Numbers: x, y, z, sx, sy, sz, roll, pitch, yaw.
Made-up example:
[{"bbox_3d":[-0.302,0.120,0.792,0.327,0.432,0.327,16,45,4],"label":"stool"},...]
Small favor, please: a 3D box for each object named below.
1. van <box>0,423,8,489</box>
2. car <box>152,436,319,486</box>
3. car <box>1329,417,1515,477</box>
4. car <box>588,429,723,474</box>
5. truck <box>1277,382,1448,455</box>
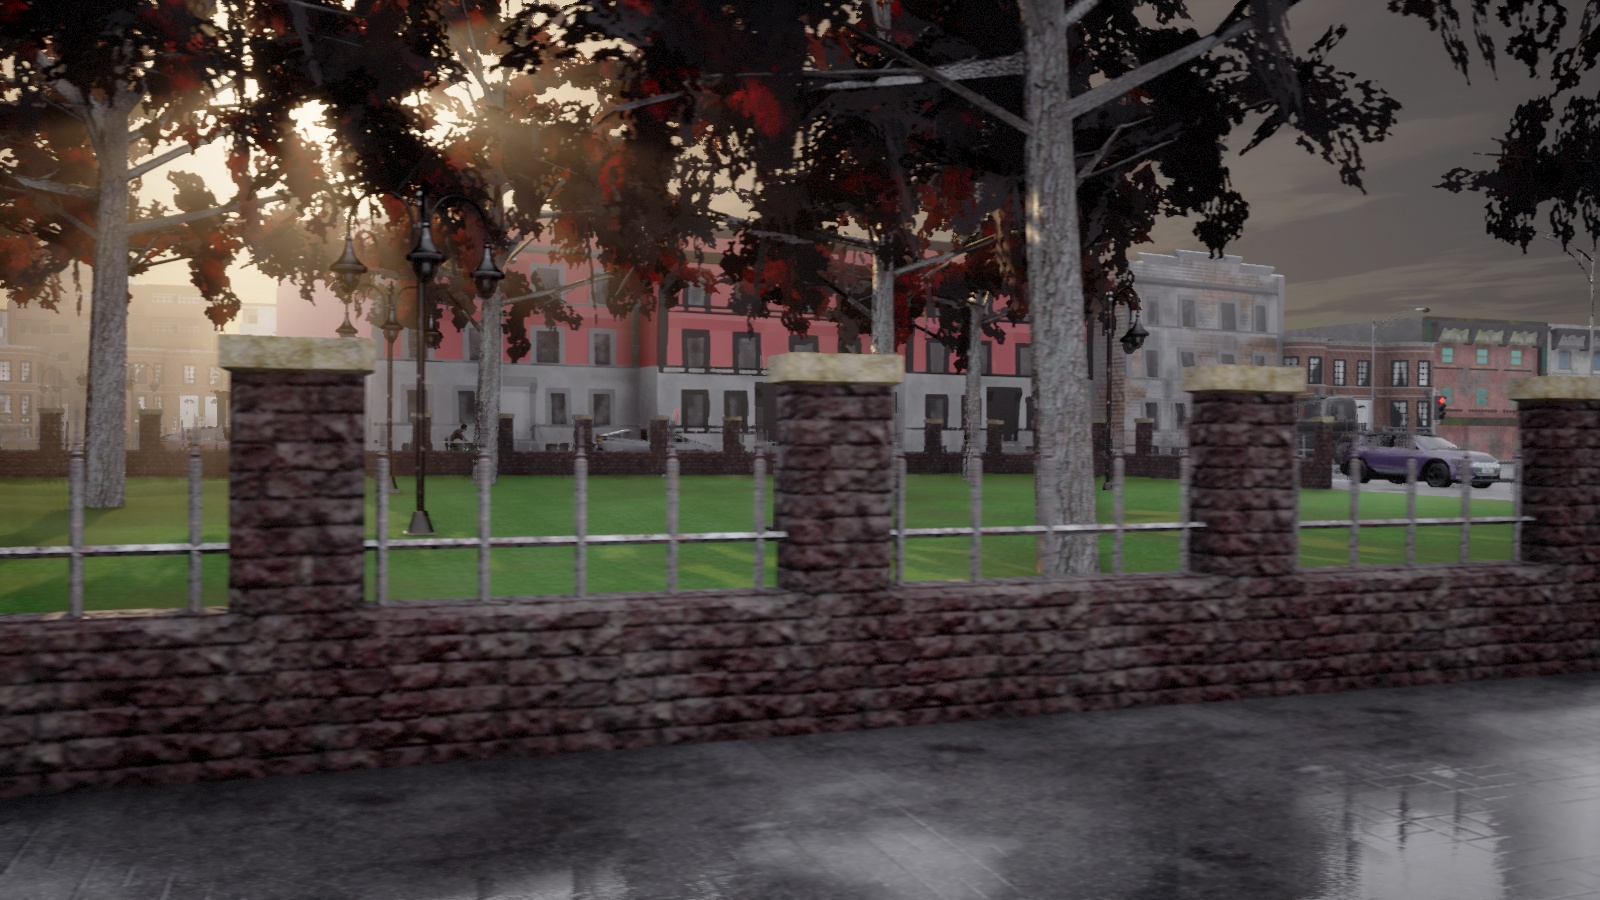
[{"bbox_3d":[-26.779,0.216,37.931,4.480,2.038,2.069,-1,1,-20],"label":"van"},{"bbox_3d":[-18.306,0.336,41.015,4.792,1.488,2.163,-1,1,-20],"label":"car"},{"bbox_3d":[18.443,-0.129,37.510,2.033,1.649,4.856,-1,1,-22],"label":"car"},{"bbox_3d":[-5.271,0.042,45.769,4.514,1.525,2.007,-1,1,-19],"label":"car"},{"bbox_3d":[27.799,-1.568,62.025,7.936,3.462,2.891,-1,1,-20],"label":"truck"}]
